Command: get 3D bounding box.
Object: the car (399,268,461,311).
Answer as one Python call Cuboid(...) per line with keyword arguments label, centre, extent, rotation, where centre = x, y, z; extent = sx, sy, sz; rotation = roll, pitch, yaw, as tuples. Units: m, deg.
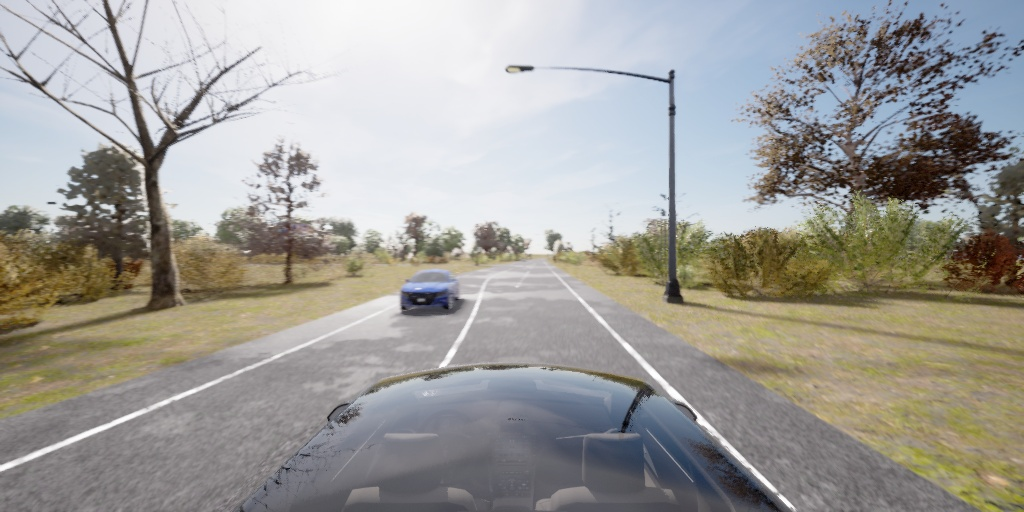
Cuboid(label="car", centre=(-3.324, 1.309, 15.271), extent=(1.882, 1.535, 5.008), rotation=(0, 0, -2))
